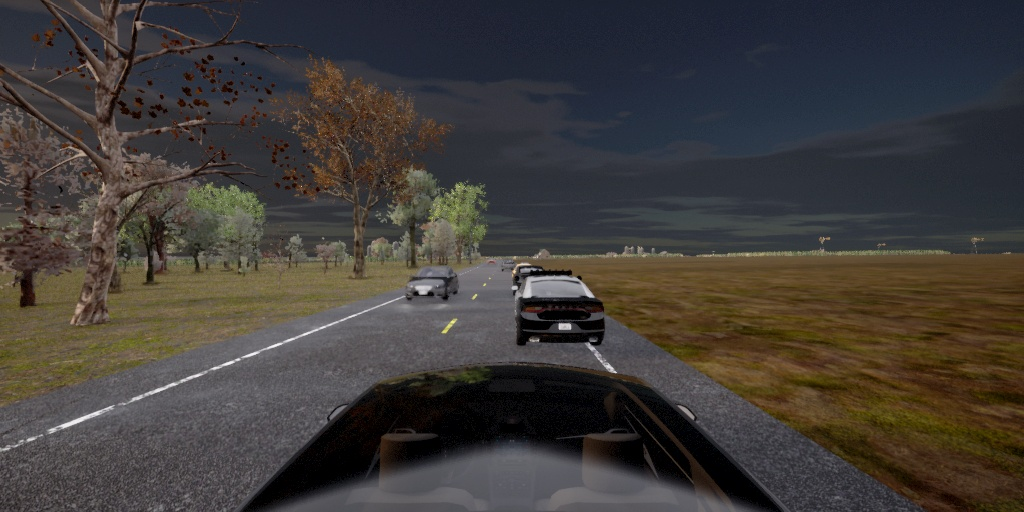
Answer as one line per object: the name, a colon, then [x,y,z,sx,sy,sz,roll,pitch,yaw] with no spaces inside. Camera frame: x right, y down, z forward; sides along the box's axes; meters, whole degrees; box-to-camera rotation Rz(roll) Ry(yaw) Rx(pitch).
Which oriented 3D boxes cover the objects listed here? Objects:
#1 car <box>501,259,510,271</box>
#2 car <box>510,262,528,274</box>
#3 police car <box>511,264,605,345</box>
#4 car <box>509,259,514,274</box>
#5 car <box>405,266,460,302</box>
car: [-0.468,1.273,48.561,2.128,1.511,4.902,0,0,-1]
car: [0.952,1.261,19.499,1.837,1.490,4.892,0,0,0]
police car: [1.022,1.176,9.599,1.930,1.638,5.238,0,0,0]
car: [0.892,1.215,25.695,1.801,1.575,5.366,0,0,-1]
car: [-3.686,1.245,17.256,2.128,1.511,4.902,0,0,0]
